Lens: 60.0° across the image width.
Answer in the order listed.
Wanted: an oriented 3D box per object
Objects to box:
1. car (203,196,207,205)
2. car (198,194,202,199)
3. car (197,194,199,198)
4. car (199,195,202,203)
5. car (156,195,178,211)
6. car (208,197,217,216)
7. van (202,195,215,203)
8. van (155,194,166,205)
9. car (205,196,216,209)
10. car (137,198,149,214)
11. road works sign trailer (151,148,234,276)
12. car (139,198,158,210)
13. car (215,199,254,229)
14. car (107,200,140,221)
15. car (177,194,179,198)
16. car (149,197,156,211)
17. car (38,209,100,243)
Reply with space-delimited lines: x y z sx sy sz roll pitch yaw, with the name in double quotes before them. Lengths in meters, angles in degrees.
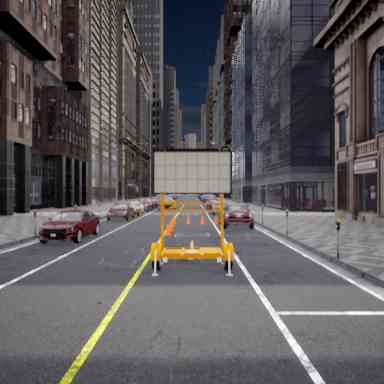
"car" 2.804 1.549 44.028 1.887 1.381 4.507 0 0 0
"car" 2.824 1.448 66.437 1.967 1.590 4.097 0 0 0
"car" 2.838 1.556 83.244 1.887 1.381 4.507 0 0 0
"car" 2.818 1.552 60.836 1.887 1.381 4.507 0 0 0
"car" -3.054 1.481 40.398 1.882 1.535 5.008 0 0 0
"car" 2.794 1.528 32.994 1.752 1.417 4.829 0 0 0
"van" 2.809 1.346 49.631 1.690 1.788 3.998 0 0 0
"van" -5.706 1.348 60.833 1.690 1.788 3.998 0 0 0
"car" 2.799 1.548 38.427 1.887 1.381 4.507 0 0 0
"car" -5.731 1.528 32.654 1.752 1.417 4.829 0 0 0
"road works sign trailer" 0.009 0.464 10.302 2.380 3.560 2.880 0 0 0
"car" -5.722 1.549 44.027 1.887 1.381 4.507 0 0 0
"car" 2.785 1.441 21.620 1.967 1.590 4.097 0 0 0
"car" -5.736 1.584 27.222 1.802 1.307 4.206 0 0 0
"car" -5.677 1.329 94.443 2.192 1.841 5.009 0 0 0
"car" -5.726 1.444 38.425 1.967 1.590 4.097 0 0 0
"car" -5.746 1.545 16.018 1.887 1.381 4.507 0 0 0
